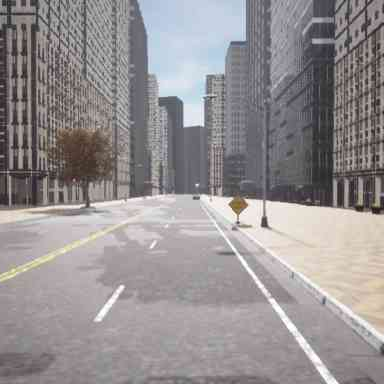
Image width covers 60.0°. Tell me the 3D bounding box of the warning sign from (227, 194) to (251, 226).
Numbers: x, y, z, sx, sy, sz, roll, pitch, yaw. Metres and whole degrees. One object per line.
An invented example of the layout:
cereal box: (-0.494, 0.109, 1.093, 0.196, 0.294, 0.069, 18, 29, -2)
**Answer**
warning sign: (2.865, 1.084, 20.605, 1.300, 1.860, 1.060, 1, 1, 0)

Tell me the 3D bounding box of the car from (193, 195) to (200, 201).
car: (1.137, 1.550, 86.630, 1.837, 1.490, 4.892, 0, 0, 0)
